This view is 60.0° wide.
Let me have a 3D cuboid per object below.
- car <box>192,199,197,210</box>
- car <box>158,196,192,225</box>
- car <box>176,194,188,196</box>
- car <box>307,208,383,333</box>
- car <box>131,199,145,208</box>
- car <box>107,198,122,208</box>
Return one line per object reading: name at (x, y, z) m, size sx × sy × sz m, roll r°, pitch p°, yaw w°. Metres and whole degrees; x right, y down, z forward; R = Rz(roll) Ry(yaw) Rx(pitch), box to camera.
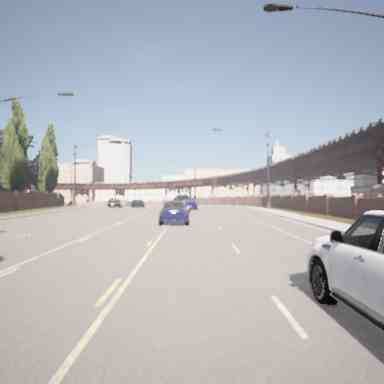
car at (-0.317, 1.619, 44.981) m, size 1.812 × 1.442 × 4.674 m, roll 0°, pitch 0°, yaw -5°
car at (-1.226, 1.399, 24.344) m, size 2.097 × 1.767 × 4.553 m, roll 0°, pitch 0°, yaw 0°
car at (-1.879, 1.459, 56.848) m, size 2.150 × 2.045 × 5.566 m, roll 0°, pitch -1°, yaw -13°
car at (3.600, 1.231, 4.975) m, size 2.150 × 2.045 × 5.566 m, roll 0°, pitch 0°, yaw 0°
car at (-8.047, 1.680, 49.671) m, size 1.994 × 1.385 × 4.181 m, roll 0°, pitch -1°, yaw -7°
car at (-11.585, 1.605, 49.850) m, size 2.128 × 1.511 × 4.902 m, roll 0°, pitch -1°, yaw -7°
